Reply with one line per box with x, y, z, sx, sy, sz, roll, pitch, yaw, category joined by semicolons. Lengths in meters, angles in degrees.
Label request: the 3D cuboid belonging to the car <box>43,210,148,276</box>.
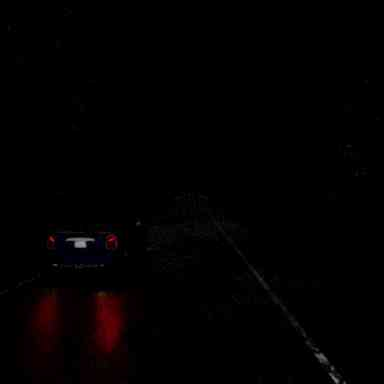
-2.737;1.337;10.513;2.097;1.767;4.553;0;0;2;car
